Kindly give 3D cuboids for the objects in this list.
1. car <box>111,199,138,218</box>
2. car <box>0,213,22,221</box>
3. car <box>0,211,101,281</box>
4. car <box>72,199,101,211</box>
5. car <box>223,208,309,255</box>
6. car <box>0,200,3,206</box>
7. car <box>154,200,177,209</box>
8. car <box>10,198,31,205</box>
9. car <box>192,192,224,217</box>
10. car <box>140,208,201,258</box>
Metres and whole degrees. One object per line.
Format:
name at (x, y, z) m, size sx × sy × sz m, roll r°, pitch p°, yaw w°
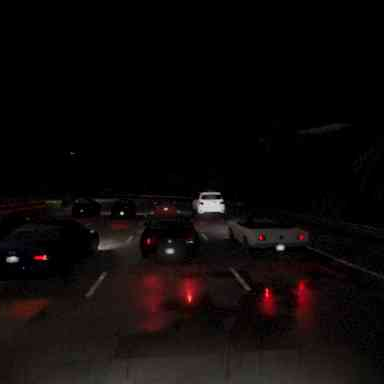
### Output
car at (-5.804, 1.390, 28.653) m, size 1.837 × 1.490 × 4.892 m, roll -1°, pitch 1°, yaw -6°
car at (-7.977, 1.589, 14.083) m, size 1.994 × 1.385 × 4.181 m, roll -1°, pitch 0°, yaw -4°
car at (-4.165, 1.541, 9.922) m, size 2.033 × 1.411 × 5.357 m, roll -1°, pitch 0°, yaw -4°
car at (-9.516, 1.409, 30.312) m, size 1.882 × 1.535 × 5.008 m, roll -1°, pitch 1°, yaw -7°
car at (2.648, 1.465, 12.764) m, size 1.895 × 1.301 × 4.718 m, roll -1°, pitch 0°, yaw -4°
car at (-26.067, 1.594, 43.121) m, size 2.128 × 1.511 × 4.902 m, roll -1°, pitch 0°, yaw -13°
car at (-2.411, 1.386, 29.752) m, size 1.994 × 1.385 × 4.181 m, roll -1°, pitch 1°, yaw -6°
car at (-22.724, 1.567, 44.206) m, size 1.812 × 1.442 × 4.674 m, roll -1°, pitch 0°, yaw -13°
car at (1.293, 0.998, 28.118) m, size 2.150 × 2.045 × 5.566 m, roll -1°, pitch 1°, yaw -6°
car at (-0.840, 1.523, 12.486) m, size 1.895 × 1.301 × 4.718 m, roll -1°, pitch 0°, yaw -4°
